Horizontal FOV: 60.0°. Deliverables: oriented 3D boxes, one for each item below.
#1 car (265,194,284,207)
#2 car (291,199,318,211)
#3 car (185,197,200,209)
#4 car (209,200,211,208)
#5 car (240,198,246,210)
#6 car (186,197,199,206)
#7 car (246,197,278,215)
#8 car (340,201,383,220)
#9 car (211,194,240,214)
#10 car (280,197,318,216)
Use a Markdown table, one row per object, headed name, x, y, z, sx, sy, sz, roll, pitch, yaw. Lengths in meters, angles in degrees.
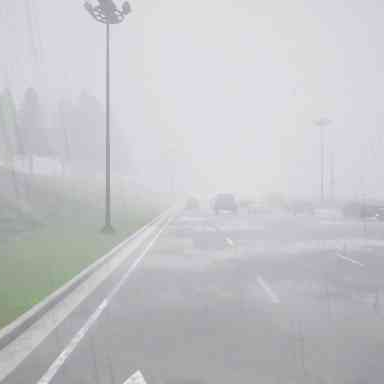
| name | x | y | z | sx | sy | sz | roll | pitch | yaw |
| --- | --- | --- | --- | --- | --- | --- | --- | --- | --- |
| car | 10.524 | 1.221 | 43.355 | 2.150 | 2.045 | 5.566 | 0 | 0 | 0 |
| car | 14.038 | 1.601 | 41.811 | 1.895 | 1.301 | 4.718 | 0 | 0 | 0 |
| car | 0.046 | 1.547 | 44.306 | 2.033 | 1.411 | 5.357 | 0 | 0 | 0 |
| car | 3.488 | 1.526 | 46.030 | 1.812 | 1.442 | 4.674 | 0 | 0 | 0 |
| car | 7.026 | 1.478 | 43.998 | 1.882 | 1.535 | 5.008 | 0 | 0 | 0 |
| car | 0.026 | 1.547 | 54.982 | 2.033 | 1.411 | 5.357 | 0 | 0 | -3 |
| car | 7.046 | 1.526 | 33.979 | 1.812 | 1.442 | 4.674 | 0 | 0 | 0 |
| car | 14.061 | 1.503 | 27.681 | 1.837 | 1.490 | 4.892 | 0 | 0 | 0 |
| car | 3.501 | 1.221 | 35.630 | 2.150 | 2.045 | 5.566 | 0 | 0 | 1 |
| car | 10.551 | 1.505 | 32.893 | 1.837 | 1.490 | 4.892 | 0 | 0 | 0 |
